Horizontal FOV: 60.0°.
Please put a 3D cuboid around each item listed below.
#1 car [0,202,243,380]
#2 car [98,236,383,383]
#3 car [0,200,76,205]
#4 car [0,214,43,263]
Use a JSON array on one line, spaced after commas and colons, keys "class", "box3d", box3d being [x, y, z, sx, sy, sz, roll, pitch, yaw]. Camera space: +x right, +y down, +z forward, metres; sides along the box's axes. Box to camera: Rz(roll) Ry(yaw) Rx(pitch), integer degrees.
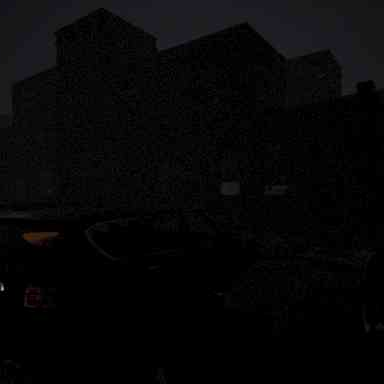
[{"class": "car", "box3d": [-0.721, 1.252, 5.905, 2.435, 2.045, 5.566, 0, 0, 35]}, {"class": "car", "box3d": [1.529, 1.488, 4.272, 2.231, 1.521, 4.892, 0, 0, 35]}, {"class": "car", "box3d": [-5.382, 1.289, 9.159, 2.435, 2.045, 5.566, 0, 0, 35]}, {"class": "car", "box3d": [-7.579, 1.598, 10.757, 2.002, 1.452, 4.674, -1, 0, 36]}]
